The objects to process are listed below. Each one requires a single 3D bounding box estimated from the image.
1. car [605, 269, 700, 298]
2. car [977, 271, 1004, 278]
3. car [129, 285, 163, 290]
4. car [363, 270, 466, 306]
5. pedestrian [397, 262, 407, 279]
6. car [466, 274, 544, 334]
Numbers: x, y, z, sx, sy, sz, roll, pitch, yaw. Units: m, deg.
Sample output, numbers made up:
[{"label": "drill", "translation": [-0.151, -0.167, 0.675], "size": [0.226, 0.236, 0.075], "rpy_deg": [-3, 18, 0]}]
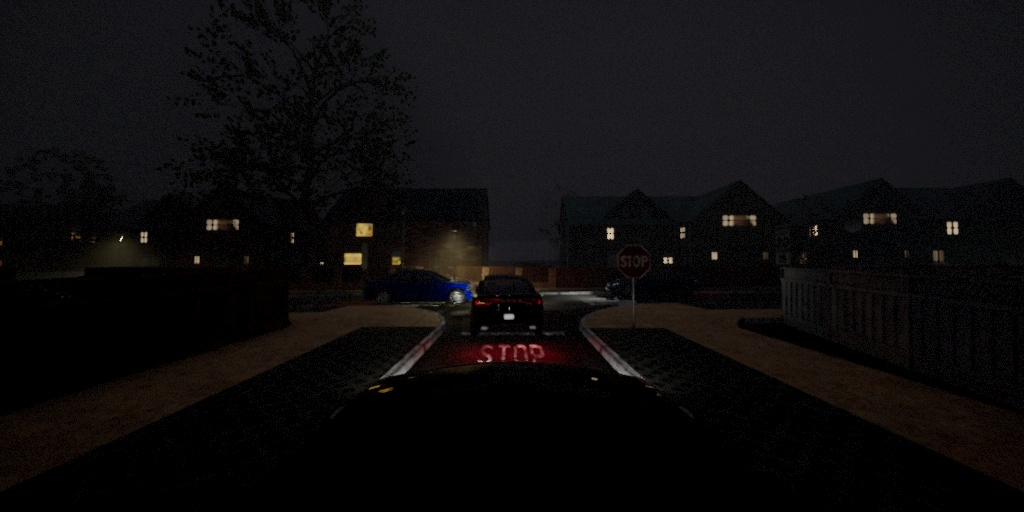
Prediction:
[{"label": "car", "translation": [7.249, 1.406, 18.690], "size": [4.674, 1.442, 1.812], "rpy_deg": [-1, -2, 1]}, {"label": "car", "translation": [20.880, 1.164, 15.564], "size": [4.902, 1.511, 2.128], "rpy_deg": [0, -2, 1]}, {"label": "car", "translation": [-18.740, 1.737, 19.027], "size": [4.718, 1.301, 1.895], "rpy_deg": [-1, -2, 1]}, {"label": "car", "translation": [-3.914, 1.367, 15.886], "size": [5.008, 1.535, 1.882], "rpy_deg": [0, -2, 1]}, {"label": "pedestrian", "translation": [-6.710, 1.243, 21.793], "size": [0.375, 1.860, 0.375], "rpy_deg": [0, -1, 1]}, {"label": "car", "translation": [-0.259, 1.286, 10.906], "size": [1.882, 1.535, 5.008], "rpy_deg": [0, 0, -4]}]
